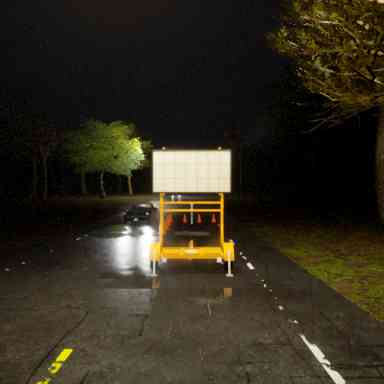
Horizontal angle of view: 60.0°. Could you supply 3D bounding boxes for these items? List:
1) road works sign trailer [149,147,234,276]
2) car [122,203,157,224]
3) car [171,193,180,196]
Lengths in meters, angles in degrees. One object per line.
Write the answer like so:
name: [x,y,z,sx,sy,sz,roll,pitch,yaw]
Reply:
road works sign trailer: [-0.006,0.433,10.176,2.380,3.560,2.880,0,0,0]
car: [-3.615,1.449,23.652,1.895,1.301,4.718,0,1,0]
car: [-3.550,0.038,73.868,1.837,1.490,4.892,0,2,0]
